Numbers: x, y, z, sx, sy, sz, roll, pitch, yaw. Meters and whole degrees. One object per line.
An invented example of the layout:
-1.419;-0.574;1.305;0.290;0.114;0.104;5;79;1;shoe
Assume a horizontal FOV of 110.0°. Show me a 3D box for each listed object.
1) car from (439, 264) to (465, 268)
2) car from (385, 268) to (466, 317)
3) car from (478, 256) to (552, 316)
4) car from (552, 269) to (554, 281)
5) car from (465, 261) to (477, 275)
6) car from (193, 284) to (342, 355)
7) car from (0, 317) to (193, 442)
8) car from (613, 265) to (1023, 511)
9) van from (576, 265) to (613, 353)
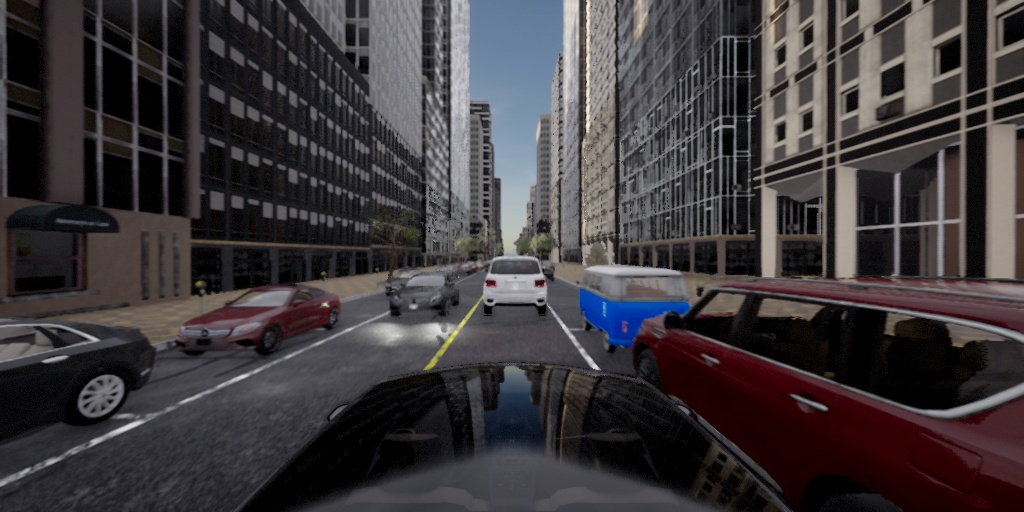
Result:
-5.667;1.459;31.449;2.007;1.370;4.403;0;0;0;car
-3.086;1.339;13.580;1.812;1.442;4.674;0;0;0;car
0.109;1.038;13.954;2.150;2.045;5.566;0;0;0;car
2.713;1.466;31.442;2.007;1.370;4.403;0;0;0;car
-5.658;1.553;42.817;1.802;1.307;4.207;0;0;0;car
-5.688;1.366;8.716;1.802;1.307;4.207;0;0;0;car
-5.693;1.304;3.032;2.007;1.370;4.403;0;0;0;car
2.688;1.074;3.025;2.192;1.841;5.009;0;0;0;car
2.693;1.131;8.708;1.690;1.789;3.998;0;0;0;van
